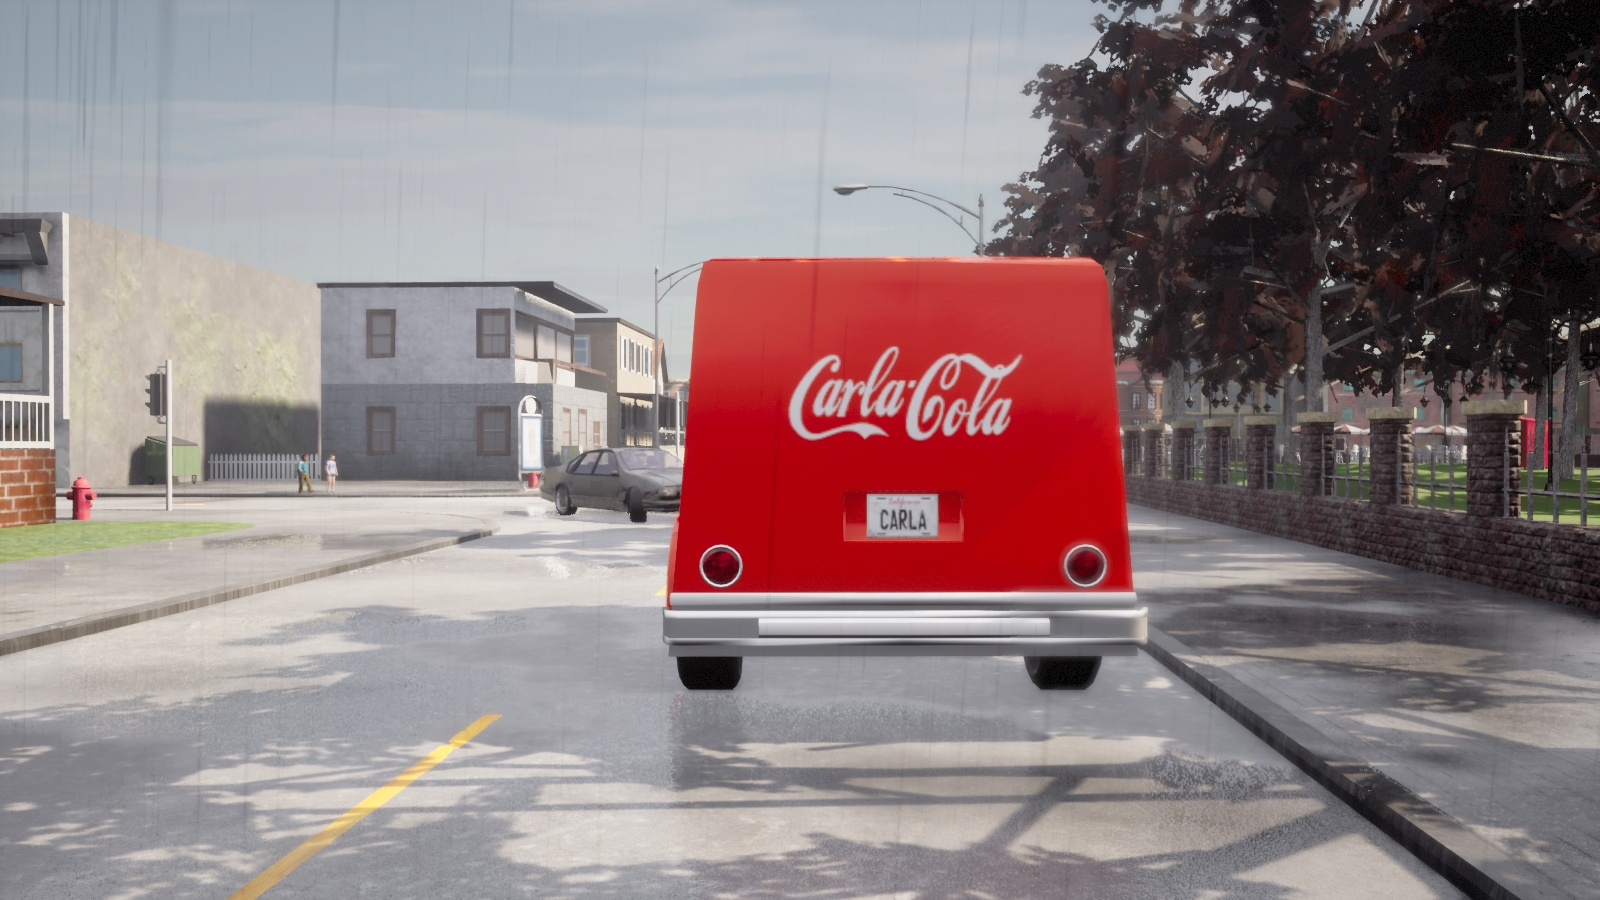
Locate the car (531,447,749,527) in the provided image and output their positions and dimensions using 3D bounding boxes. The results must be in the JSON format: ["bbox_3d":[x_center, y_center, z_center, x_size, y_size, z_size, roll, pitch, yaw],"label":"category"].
[{"bbox_3d":[-3.341,0.649,25.146,2.033,1.411,5.357,0,0,-36],"label":"car"}]

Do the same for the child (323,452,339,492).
[{"bbox_3d":[-13.211,0.626,35.382,0.394,1.110,0.255,0,0,36],"label":"child"}]

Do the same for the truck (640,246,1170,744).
[{"bbox_3d":[0.519,0.210,8.828,2.627,2.467,5.204,0,0,0],"label":"truck"}]

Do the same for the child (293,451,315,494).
[{"bbox_3d":[-13.779,0.628,34.906,0.448,1.192,0.343,0,0,22],"label":"child"}]
